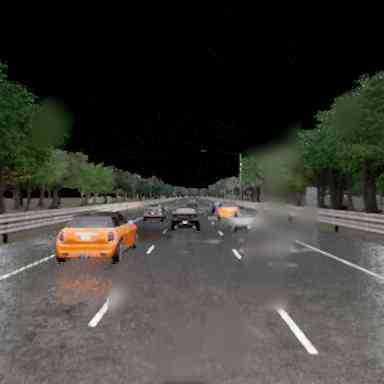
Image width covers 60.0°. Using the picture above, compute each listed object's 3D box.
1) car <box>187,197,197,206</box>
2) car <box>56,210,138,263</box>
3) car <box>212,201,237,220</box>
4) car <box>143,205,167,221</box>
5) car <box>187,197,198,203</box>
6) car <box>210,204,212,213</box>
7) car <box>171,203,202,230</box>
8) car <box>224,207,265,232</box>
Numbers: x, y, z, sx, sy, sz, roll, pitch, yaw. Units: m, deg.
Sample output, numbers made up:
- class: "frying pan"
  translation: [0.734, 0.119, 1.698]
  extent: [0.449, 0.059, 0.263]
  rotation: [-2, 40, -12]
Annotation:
- class: "car"
  translation: [0.024, 2.190, 78.200]
  extent: [2.150, 2.045, 5.566]
  rotation: [0, -1, 0]
- class: "car"
  translation: [-3.396, 1.520, 12.762]
  extent: [2.097, 1.767, 4.553]
  rotation: [0, -1, 0]
- class: "car"
  translation: [3.510, 1.786, 33.424]
  extent: [2.097, 1.767, 4.553]
  rotation: [0, -1, 0]
- class: "car"
  translation: [-3.389, 1.953, 31.259]
  extent: [2.033, 1.411, 5.357]
  rotation: [0, -1, 0]
- class: "car"
  translation: [0.104, 2.345, 65.602]
  extent: [1.837, 1.490, 4.892]
  rotation: [0, -2, 0]
- class: "car"
  translation: [3.513, 2.052, 44.452]
  extent: [1.882, 1.535, 5.008]
  rotation: [0, -1, 0]
- class: "car"
  translation: [-0.342, 1.783, 23.411]
  extent: [1.882, 1.535, 5.008]
  rotation: [0, -1, 2]
- class: "car"
  translation: [3.507, 1.894, 22.482]
  extent: [1.895, 1.301, 4.718]
  rotation: [0, -1, 0]
